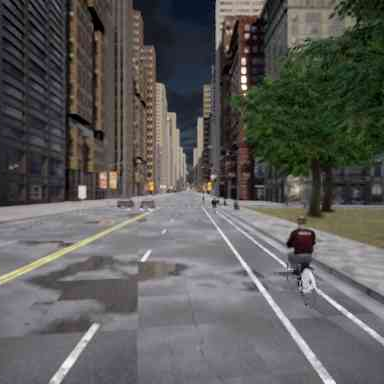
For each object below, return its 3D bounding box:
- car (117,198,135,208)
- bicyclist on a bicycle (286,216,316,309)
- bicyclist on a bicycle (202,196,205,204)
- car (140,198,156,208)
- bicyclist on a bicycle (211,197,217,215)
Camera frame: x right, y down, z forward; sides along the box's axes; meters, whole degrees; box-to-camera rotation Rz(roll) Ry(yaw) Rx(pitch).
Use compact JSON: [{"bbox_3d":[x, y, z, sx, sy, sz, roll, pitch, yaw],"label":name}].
[{"bbox_3d":[-9.733,1.667,49.327,2.033,1.411,5.357,0,0,0],"label":"car"},{"bbox_3d":[2.255,1.379,7.027,0.659,1.776,1.843,0,0,0],"label":"bicyclist on a bicycle"},{"bbox_3d":[2.297,1.628,65.707,0.582,1.620,1.656,0,0,0],"label":"bicyclist on a bicycle"},{"bbox_3d":[-6.481,1.666,49.299,2.033,1.411,5.357,0,0,1],"label":"car"},{"bbox_3d":[2.272,1.436,34.020,0.659,1.776,1.843,0,0,0],"label":"bicyclist on a bicycle"}]
